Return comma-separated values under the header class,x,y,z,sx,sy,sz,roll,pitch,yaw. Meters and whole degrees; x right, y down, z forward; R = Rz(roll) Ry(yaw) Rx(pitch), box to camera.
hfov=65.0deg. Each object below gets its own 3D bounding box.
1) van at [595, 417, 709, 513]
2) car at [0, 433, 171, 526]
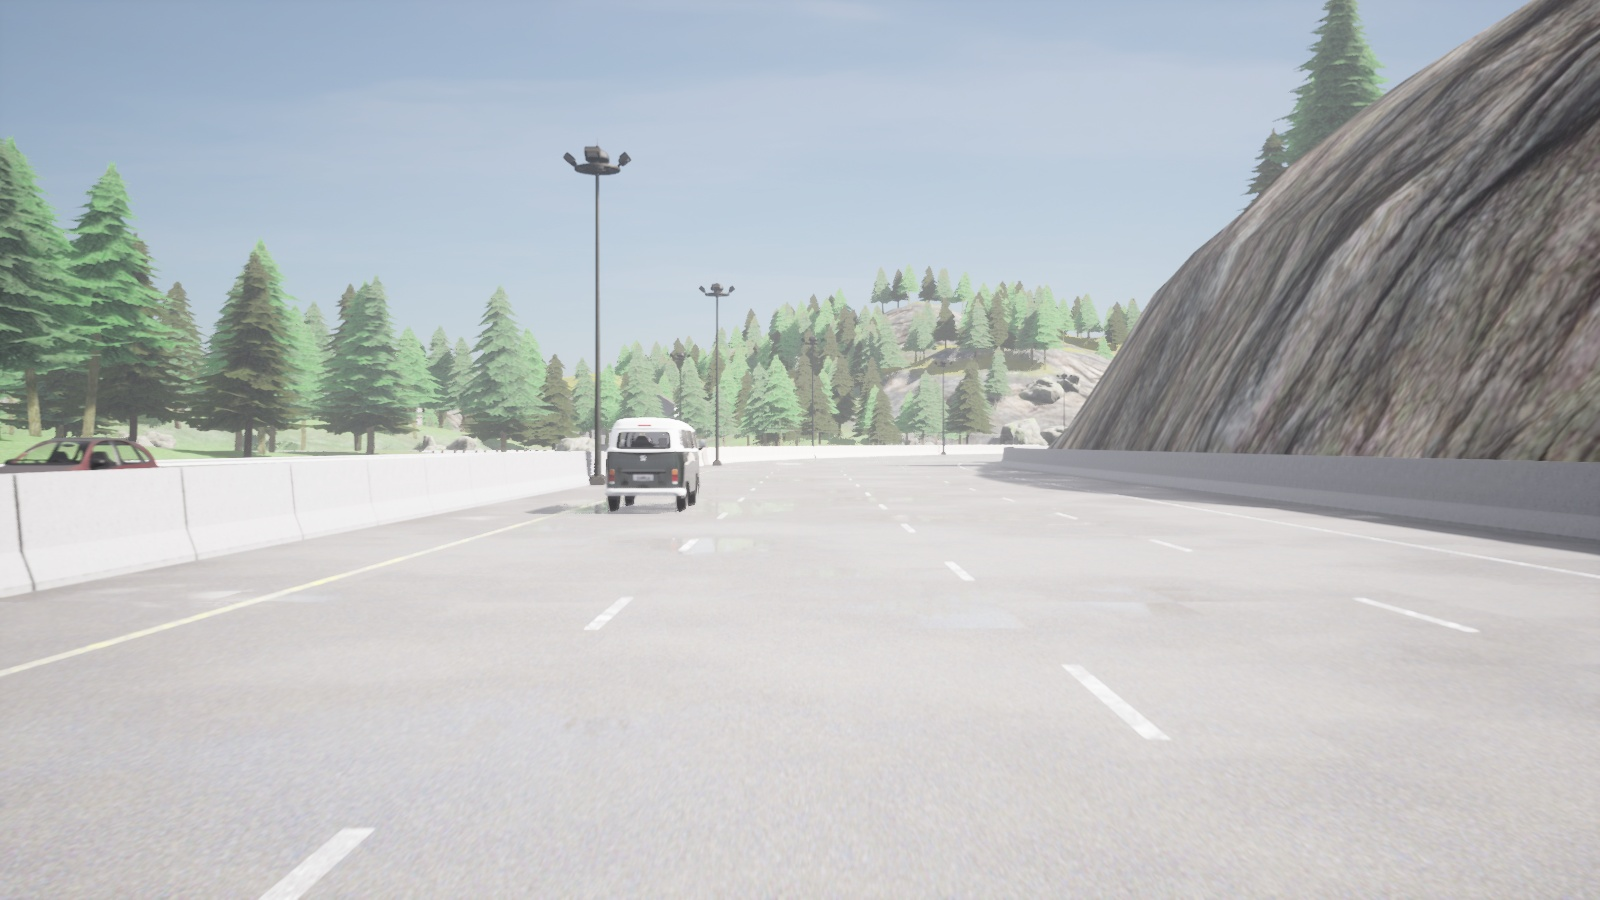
class,x,y,z,sx,sy,sz,roll,pitch,yaw
van,-3.319,0.304,29.026,2.069,2.038,4.480,0,0,0
car,-13.849,0.499,23.793,1.851,1.617,3.988,0,0,0
